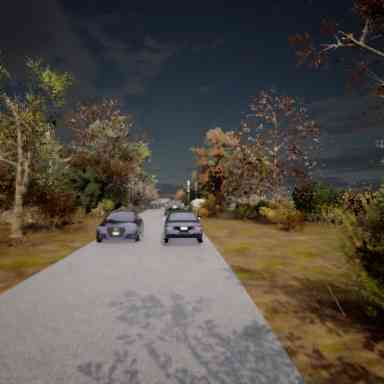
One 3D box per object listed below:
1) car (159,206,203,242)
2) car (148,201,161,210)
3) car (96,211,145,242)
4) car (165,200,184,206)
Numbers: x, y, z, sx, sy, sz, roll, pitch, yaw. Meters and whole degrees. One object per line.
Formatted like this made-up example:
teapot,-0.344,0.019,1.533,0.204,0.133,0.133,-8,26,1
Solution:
car,-0.500,1.631,16.849,2.033,1.411,5.357,0,0,-3
car,-6.450,2.289,58.220,1.837,1.490,4.892,0,-1,-4
car,-3.447,1.644,16.610,1.994,1.385,4.181,0,0,-3
car,-1.979,1.674,37.263,2.097,1.767,4.553,0,-1,-4
